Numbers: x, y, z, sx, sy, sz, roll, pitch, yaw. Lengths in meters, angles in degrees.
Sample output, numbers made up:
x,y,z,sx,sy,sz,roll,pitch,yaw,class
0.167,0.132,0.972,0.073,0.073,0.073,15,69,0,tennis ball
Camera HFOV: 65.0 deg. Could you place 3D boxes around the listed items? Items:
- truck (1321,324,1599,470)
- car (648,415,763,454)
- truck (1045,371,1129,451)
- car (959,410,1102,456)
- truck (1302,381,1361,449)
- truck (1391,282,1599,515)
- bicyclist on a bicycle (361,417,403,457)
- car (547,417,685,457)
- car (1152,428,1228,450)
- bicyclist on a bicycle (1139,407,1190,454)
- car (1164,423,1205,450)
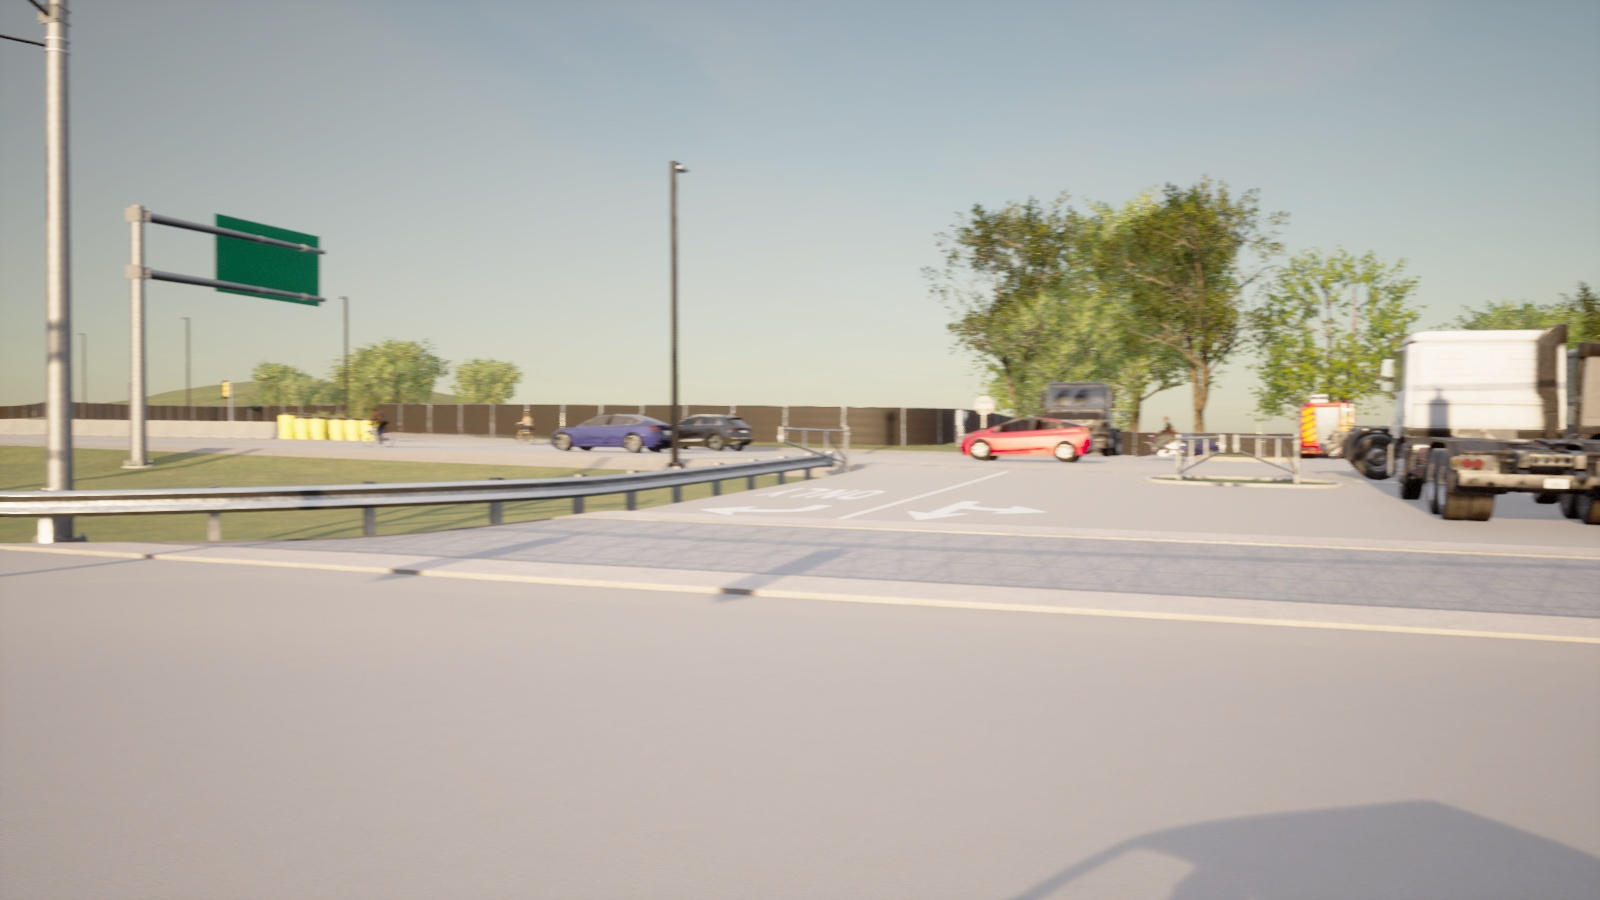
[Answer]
x,y,z,sx,sy,sz,roll,pitch,yaw,class
17.591,-1.331,31.826,7.936,3.462,2.891,0,3,20,truck
-4.251,-0.702,56.309,4.856,1.649,2.033,0,1,30,car
13.639,-1.749,59.097,2.891,3.462,7.936,-1,1,20,truck
7.886,-0.569,42.861,4.514,1.525,2.007,0,1,20,car
32.137,-2.019,76.199,2.891,3.827,8.468,-1,0,21,truck
12.720,-0.911,22.611,2.891,3.462,7.936,0,2,19,truck
-17.334,-0.539,52.078,1.656,1.620,0.582,0,1,20,bicyclist on a bicycle
-7.072,-0.504,48.328,4.792,1.488,2.163,0,1,20,car
27.237,-0.751,87.800,4.674,1.442,1.812,-1,0,-7,car
14.130,-0.754,48.714,1.843,1.776,0.659,0,1,20,bicyclist on a bicycle
22.916,-0.795,74.766,2.163,1.488,4.792,-1,-1,19,car
